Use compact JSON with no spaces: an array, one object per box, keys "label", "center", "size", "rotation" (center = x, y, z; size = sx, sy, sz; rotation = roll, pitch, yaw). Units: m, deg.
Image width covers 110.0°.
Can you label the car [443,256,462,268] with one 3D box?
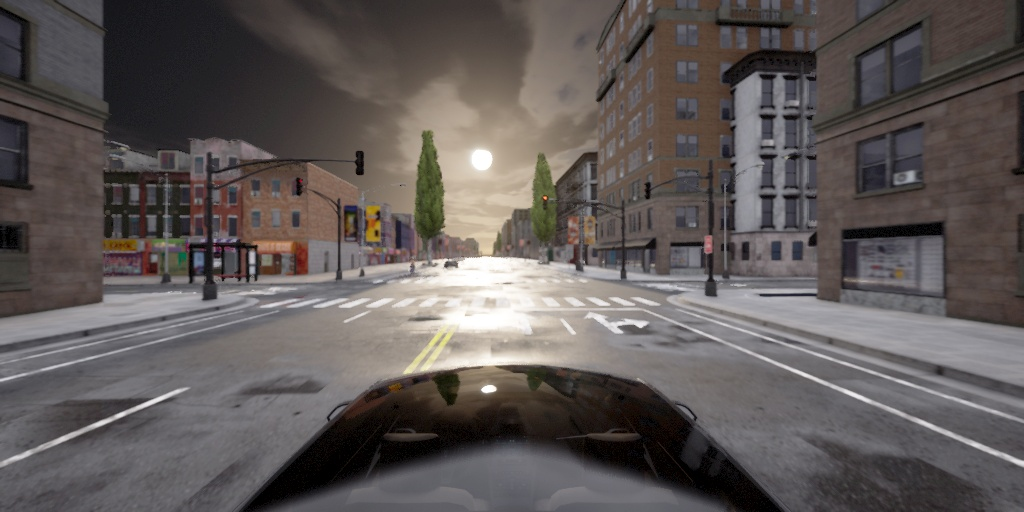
[{"label":"car","center":[-9.022,1.100,53.403],"size":[1.994,1.385,4.181],"rotation":[0,0,-4]}]

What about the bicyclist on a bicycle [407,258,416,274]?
[{"label":"bicyclist on a bicycle","center":[-9.987,1.038,35.821],"size":[0.866,1.612,1.509],"rotation":[0,0,-4]}]
